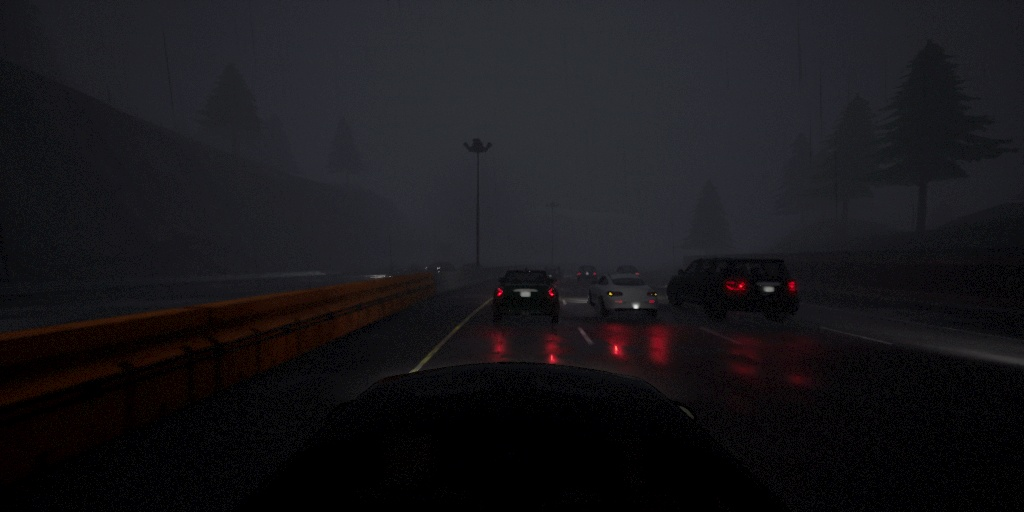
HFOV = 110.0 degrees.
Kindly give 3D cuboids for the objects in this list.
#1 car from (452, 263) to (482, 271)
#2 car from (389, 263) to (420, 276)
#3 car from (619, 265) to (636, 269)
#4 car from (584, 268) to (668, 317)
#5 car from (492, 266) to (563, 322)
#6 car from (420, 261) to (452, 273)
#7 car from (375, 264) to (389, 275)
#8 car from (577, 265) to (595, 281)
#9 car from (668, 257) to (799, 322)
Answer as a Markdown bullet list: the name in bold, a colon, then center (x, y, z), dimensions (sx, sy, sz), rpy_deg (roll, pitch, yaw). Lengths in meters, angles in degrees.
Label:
- **car**: center (-5.039, 1.587, 43.374), dimensions (1.837, 1.490, 4.892), rpy_deg (0, 0, 16)
- **car**: center (-12.355, 1.604, 43.109), dimensions (1.812, 1.442, 4.674), rpy_deg (0, -1, 15)
- **car**: center (10.443, 1.547, 32.612), dimensions (2.033, 1.411, 5.357), rpy_deg (0, 0, 13)
- **car**: center (4.093, 1.372, 13.662), dimensions (1.812, 1.442, 4.674), rpy_deg (0, 0, 4)
- **car**: center (0.554, 1.192, 12.946), dimensions (2.097, 1.767, 4.553), rpy_deg (0, 0, 4)
- **car**: center (-8.673, 1.431, 43.268), dimensions (2.097, 1.767, 4.553), rpy_deg (0, 0, 16)
- **car**: center (-15.392, 1.659, 45.248), dimensions (1.994, 1.385, 4.181), rpy_deg (0, 0, 15)
- **car**: center (6.865, 1.547, 32.624), dimensions (2.033, 1.411, 5.357), rpy_deg (0, 0, 13)
- **car**: center (7.533, 1.063, 12.914), dimensions (2.150, 2.045, 5.566), rpy_deg (0, 0, 4)
